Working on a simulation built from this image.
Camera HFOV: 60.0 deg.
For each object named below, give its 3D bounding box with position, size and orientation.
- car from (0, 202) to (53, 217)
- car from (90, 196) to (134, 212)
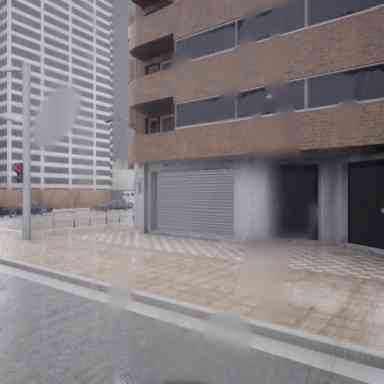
[{"bbox_3d":[-15.582,1.601,31.009,1.895,1.301,4.718,0,0,36],"label":"car"},{"bbox_3d":[-9.423,1.547,39.464,2.033,1.411,5.357,0,0,36],"label":"car"}]
